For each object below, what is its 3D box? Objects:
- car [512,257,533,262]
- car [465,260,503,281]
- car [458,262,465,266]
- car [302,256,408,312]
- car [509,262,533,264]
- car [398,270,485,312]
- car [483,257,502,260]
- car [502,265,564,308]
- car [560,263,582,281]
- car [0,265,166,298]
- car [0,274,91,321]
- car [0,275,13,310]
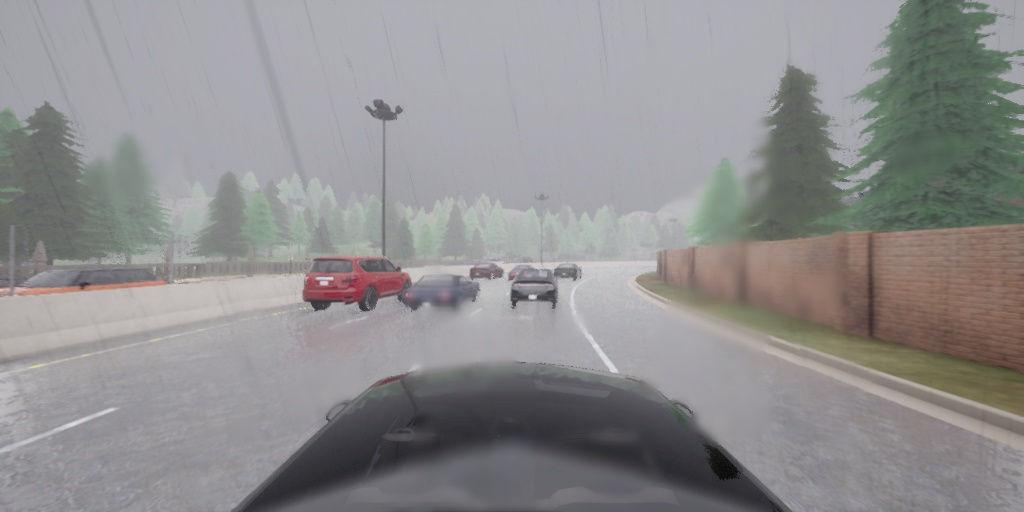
[{"bbox_3d":[1.390,1.221,57.312,2.150,2.045,5.566,0,0,32],"label":"car"},{"bbox_3d":[-2.180,1.366,32.553,1.882,1.535,5.008,0,0,17],"label":"car"},{"bbox_3d":[-6.755,1.490,57.225,2.128,1.511,4.902,0,0,30],"label":"car"},{"bbox_3d":[-6.084,1.030,14.880,2.150,2.045,5.566,0,0,7],"label":"car"},{"bbox_3d":[1.137,1.447,31.396,1.994,1.385,4.181,0,0,17],"label":"car"},{"bbox_3d":[-2.609,1.408,14.541,1.895,1.301,4.718,0,0,7],"label":"car"},{"bbox_3d":[-3.420,1.215,56.126,2.150,2.045,5.566,0,0,30],"label":"car"},{"bbox_3d":[1.087,1.304,15.593,2.128,1.511,4.902,0,0,8],"label":"car"},{"bbox_3d":[5.172,1.366,32.477,1.882,1.535,5.008,0,0,19],"label":"car"},{"bbox_3d":[-13.651,1.144,11.176,2.097,1.767,4.553,0,0,5],"label":"car"},{"bbox_3d":[-17.126,1.358,11.588,1.994,1.385,4.181,0,0,4],"label":"car"},{"bbox_3d":[-20.703,1.395,11.771,1.895,1.301,4.718,0,0,4],"label":"car"}]
